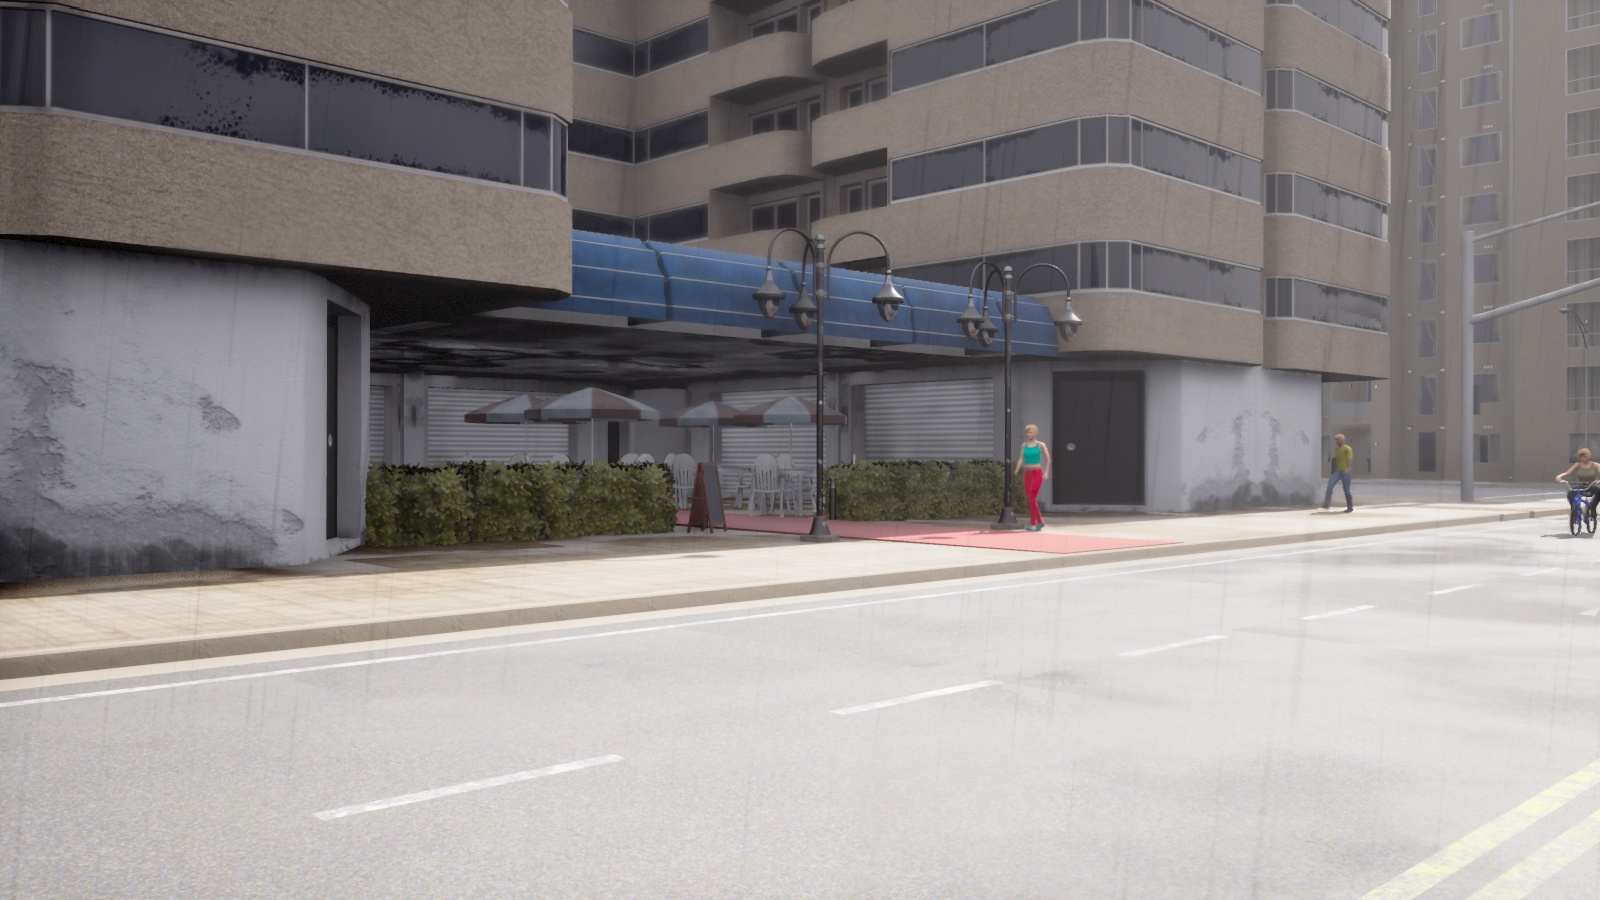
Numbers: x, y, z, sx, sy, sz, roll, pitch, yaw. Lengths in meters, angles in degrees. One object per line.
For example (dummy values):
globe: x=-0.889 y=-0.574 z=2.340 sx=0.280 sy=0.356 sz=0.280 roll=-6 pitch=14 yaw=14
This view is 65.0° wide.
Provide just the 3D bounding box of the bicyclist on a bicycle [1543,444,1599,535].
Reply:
bicyclist on a bicycle: x=14.407 y=0.707 z=23.103 sx=1.509 sy=1.612 sz=0.866 roll=0 pitch=0 yaw=-43

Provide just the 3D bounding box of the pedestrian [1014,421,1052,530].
pedestrian: x=3.968 y=0.431 z=21.375 sx=0.594 sy=1.836 sz=0.345 roll=0 pitch=0 yaw=-44

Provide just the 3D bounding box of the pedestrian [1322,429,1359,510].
pedestrian: x=12.339 y=0.447 z=28.684 sx=0.706 sy=1.836 sz=0.354 roll=0 pitch=0 yaw=-18
